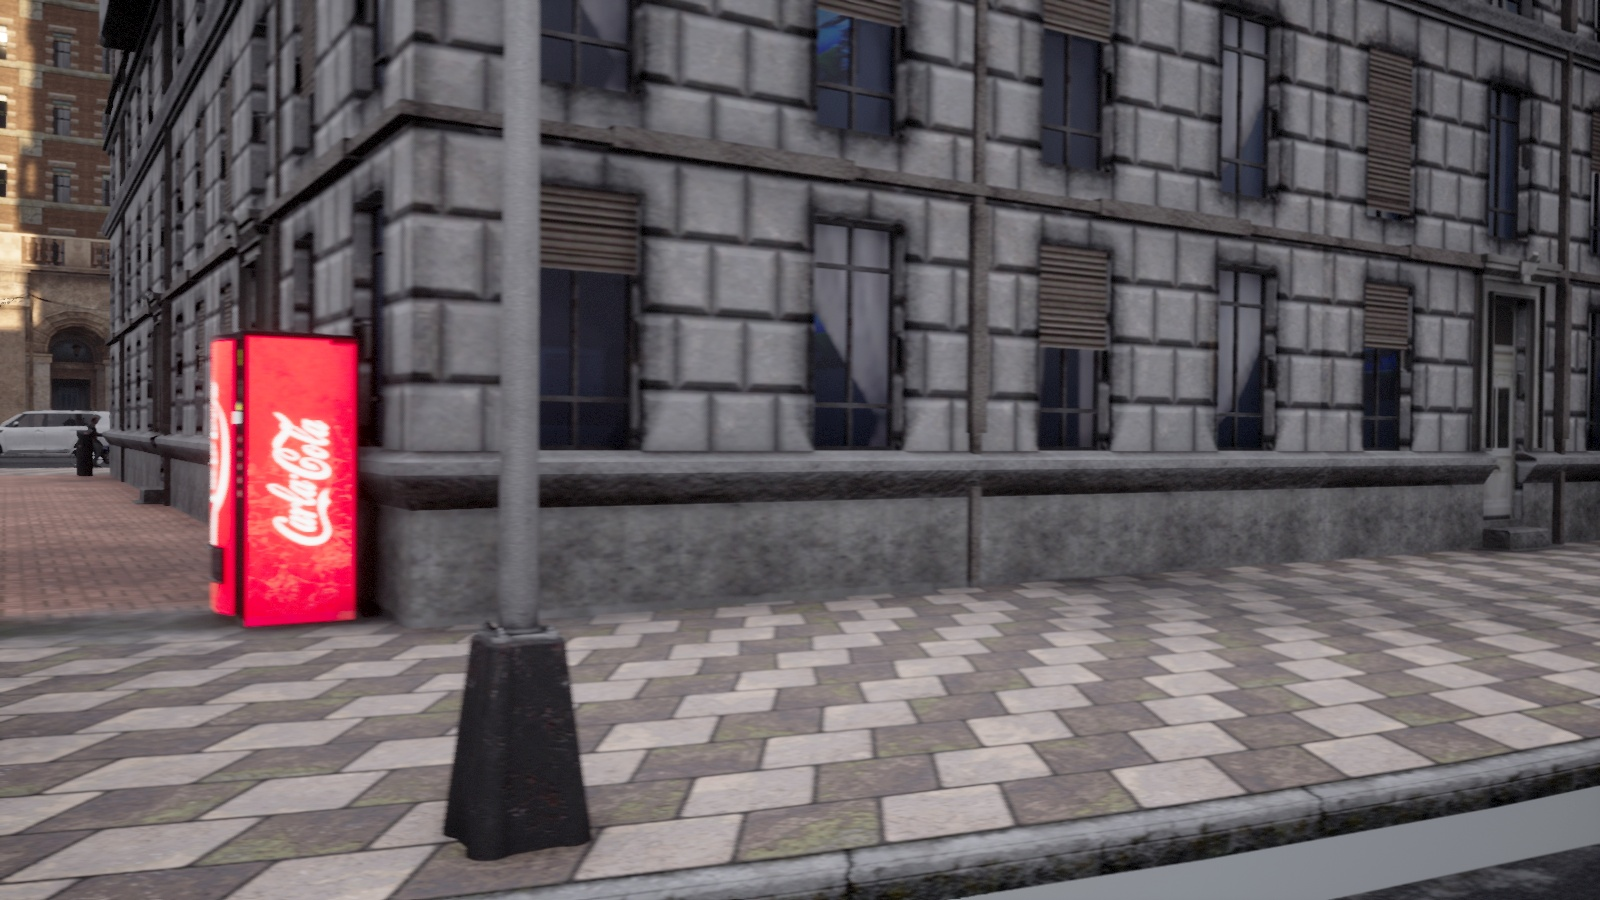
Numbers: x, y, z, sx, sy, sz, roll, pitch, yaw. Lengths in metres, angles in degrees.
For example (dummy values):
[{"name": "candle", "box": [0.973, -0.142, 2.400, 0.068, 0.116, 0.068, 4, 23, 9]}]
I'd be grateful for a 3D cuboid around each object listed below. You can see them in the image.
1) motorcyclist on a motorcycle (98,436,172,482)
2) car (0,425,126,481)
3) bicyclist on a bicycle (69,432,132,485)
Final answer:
[{"name": "motorcyclist on a motorcycle", "box": [-24.716, 0.310, 46.709, 2.350, 1.649, 0.766, -1, 1, -32]}, {"name": "car", "box": [-29.077, 0.105, 48.112, 5.566, 2.045, 2.150, -1, 1, -32]}, {"name": "bicyclist on a bicycle", "box": [-23.976, 0.278, 43.046, 1.843, 1.776, 0.659, -1, 1, -32]}]
